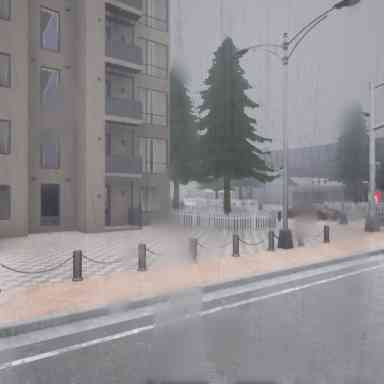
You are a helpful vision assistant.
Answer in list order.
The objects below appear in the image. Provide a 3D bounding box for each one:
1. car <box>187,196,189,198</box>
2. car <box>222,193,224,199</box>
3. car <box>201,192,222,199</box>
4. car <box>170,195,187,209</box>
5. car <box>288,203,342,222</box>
[{"bbox_3d":[-3.246,1.563,50.381,2.033,1.411,5.357,0,0,-37],"label":"car"},{"bbox_3d":[7.498,1.092,94.724,1.905,1.878,3.866,0,0,-37],"label":"car"},{"bbox_3d":[5.411,1.113,92.661,1.932,1.855,4.605,0,0,-37],"label":"car"},{"bbox_3d":[-3.215,1.367,44.313,2.097,1.767,4.553,0,0,-37],"label":"car"},{"bbox_3d":[9.894,1.579,26.922,1.994,1.385,4.181,0,0,-37],"label":"car"}]
